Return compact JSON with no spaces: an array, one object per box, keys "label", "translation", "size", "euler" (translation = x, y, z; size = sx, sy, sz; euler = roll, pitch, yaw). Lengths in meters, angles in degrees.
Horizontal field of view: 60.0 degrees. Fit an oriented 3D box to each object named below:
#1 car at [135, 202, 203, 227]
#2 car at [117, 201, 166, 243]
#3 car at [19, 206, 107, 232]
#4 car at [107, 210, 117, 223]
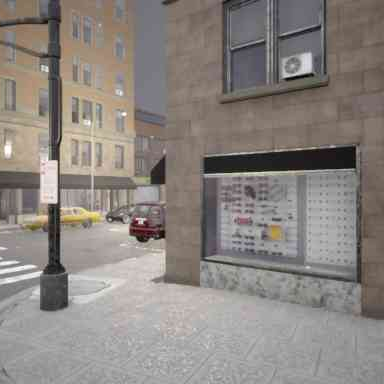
[{"label":"car","translation":[-1.540,1.526,24.205],"size":[2.033,1.411,5.357],"euler":[0,0,35]},{"label":"car","translation":[-0.691,1.306,15.322],"size":[2.192,1.841,5.009],"euler":[0,0,35]},{"label":"car","translation":[-7.771,1.519,20.076],"size":[1.752,1.417,4.829],"euler":[0,0,35]},{"label":"car","translation":[-4.444,1.548,24.857],"size":[1.947,1.339,4.313],"euler":[0,0,35]}]
